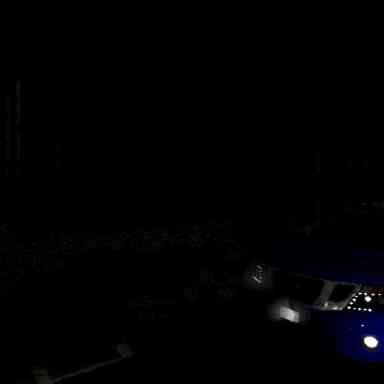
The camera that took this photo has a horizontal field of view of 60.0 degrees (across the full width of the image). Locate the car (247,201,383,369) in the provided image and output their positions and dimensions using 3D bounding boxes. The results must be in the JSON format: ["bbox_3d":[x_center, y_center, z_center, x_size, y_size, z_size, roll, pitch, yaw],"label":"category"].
[{"bbox_3d":[3.495,1.210,5.873,5.566,2.045,2.150,0,0,-36],"label":"car"}]
